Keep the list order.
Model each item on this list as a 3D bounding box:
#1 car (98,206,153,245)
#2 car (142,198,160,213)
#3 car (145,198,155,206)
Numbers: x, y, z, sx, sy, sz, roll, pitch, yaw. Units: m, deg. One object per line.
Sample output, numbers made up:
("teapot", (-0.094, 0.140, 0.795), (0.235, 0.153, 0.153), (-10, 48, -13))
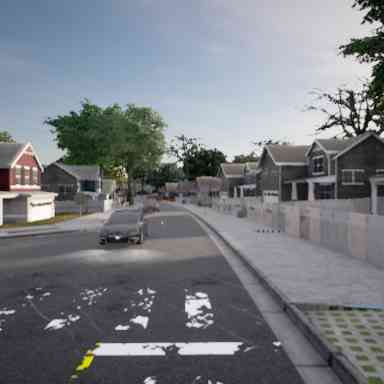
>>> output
("car", (-3.156, 1.641, 16.080), (1.837, 1.490, 4.892), (0, 0, -2))
("car", (-4.998, 1.625, 41.030), (2.097, 1.767, 4.553), (0, -1, -6))
("car", (-8.295, 1.997, 65.747), (1.837, 1.490, 4.892), (0, 0, -9))
